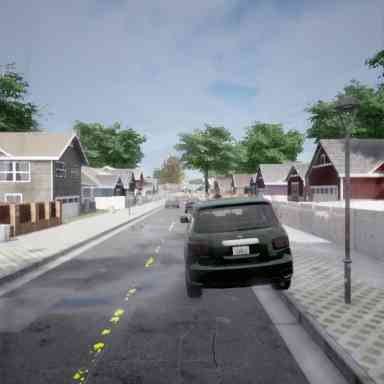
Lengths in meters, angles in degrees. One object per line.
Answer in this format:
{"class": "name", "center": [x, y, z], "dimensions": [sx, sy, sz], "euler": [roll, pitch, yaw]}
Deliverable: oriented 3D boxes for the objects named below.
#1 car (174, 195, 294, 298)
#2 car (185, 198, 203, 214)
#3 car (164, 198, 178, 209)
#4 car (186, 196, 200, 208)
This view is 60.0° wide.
{"class": "car", "center": [0.902, 1.143, 8.673], "dimensions": [2.150, 2.045, 5.566], "euler": [-5, 0, 0]}
{"class": "car", "center": [0.189, 1.461, 36.234], "dimensions": [1.837, 1.490, 4.892], "euler": [0, 0, 0]}
{"class": "car", "center": [-2.604, 1.490, 44.145], "dimensions": [2.033, 1.411, 5.357], "euler": [0, 0, 0]}
{"class": "car", "center": [0.182, 1.416, 46.601], "dimensions": [1.882, 1.535, 5.008], "euler": [0, 0, 1]}
